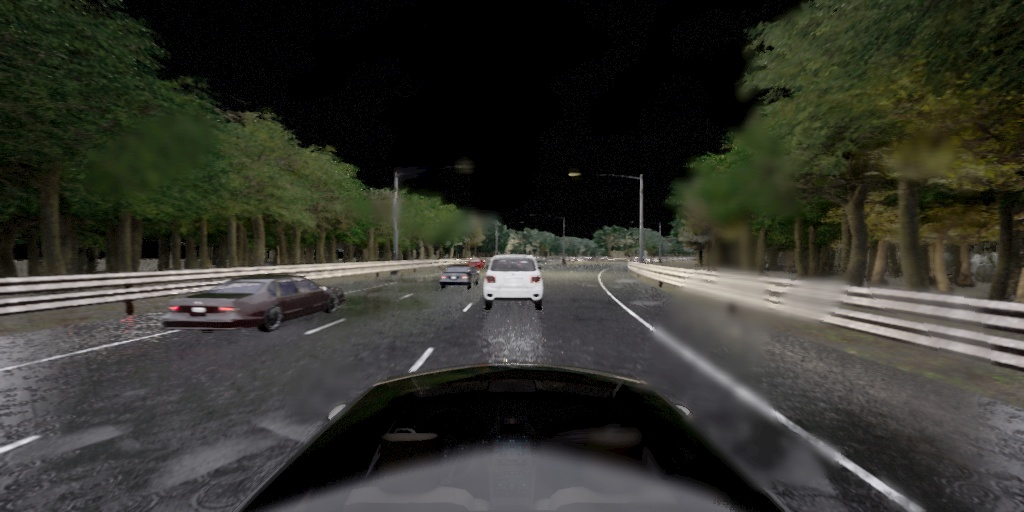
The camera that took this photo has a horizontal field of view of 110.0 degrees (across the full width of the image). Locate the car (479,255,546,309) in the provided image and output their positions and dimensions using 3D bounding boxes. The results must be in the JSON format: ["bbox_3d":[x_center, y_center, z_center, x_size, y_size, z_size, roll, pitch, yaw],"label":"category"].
[{"bbox_3d":[0.074,0.965,15.000,2.150,2.045,5.566,0,0,1],"label":"car"}]

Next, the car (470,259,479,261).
[{"bbox_3d":[-4.980,1.112,50.867,1.882,1.535,5.008,0,0,6],"label":"car"}]

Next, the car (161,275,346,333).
[{"bbox_3d":[-7.035,1.263,10.623,2.033,1.411,5.357,1,0,1],"label":"car"}]

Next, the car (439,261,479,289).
[{"bbox_3d":[-3.174,1.263,22.554,2.033,1.411,5.357,0,0,2],"label":"car"}]
